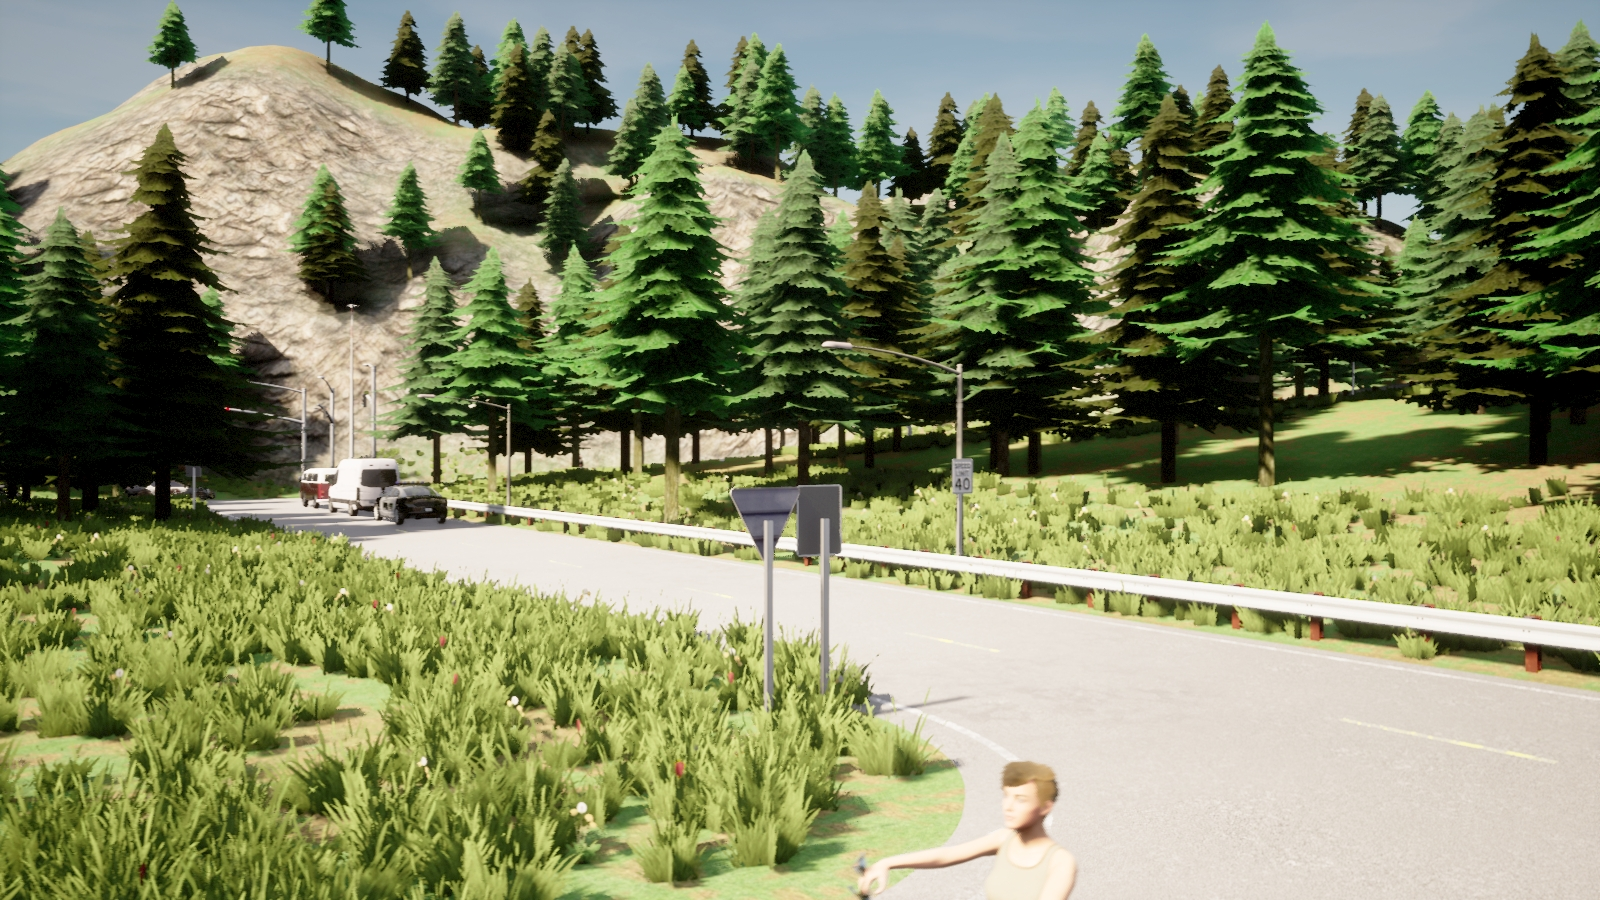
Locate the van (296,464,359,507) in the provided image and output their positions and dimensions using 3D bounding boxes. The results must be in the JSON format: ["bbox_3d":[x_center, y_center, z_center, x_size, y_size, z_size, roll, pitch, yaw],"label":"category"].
[{"bbox_3d":[-24.240,1.790,58.507,2.069,2.038,4.480,0,0,-35],"label":"van"}]

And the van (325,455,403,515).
[{"bbox_3d":[-20.178,1.542,52.690,1.988,2.561,5.915,0,0,-35],"label":"van"}]

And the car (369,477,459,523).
[{"bbox_3d":[-15.824,1.990,46.683,2.097,1.638,5.238,0,0,-35],"label":"car"}]
